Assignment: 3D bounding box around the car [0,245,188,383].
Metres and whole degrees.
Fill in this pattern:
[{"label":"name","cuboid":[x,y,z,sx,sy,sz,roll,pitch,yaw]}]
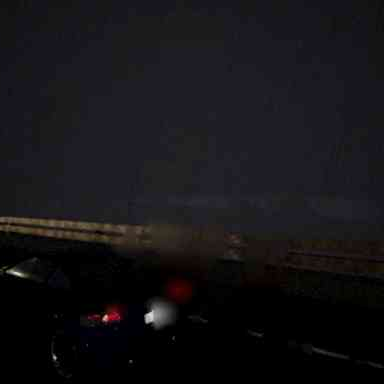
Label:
[{"label":"car","cuboid":[-2.124,1.609,5.528,4.181,1.385,1.994,-1,0,36]}]
